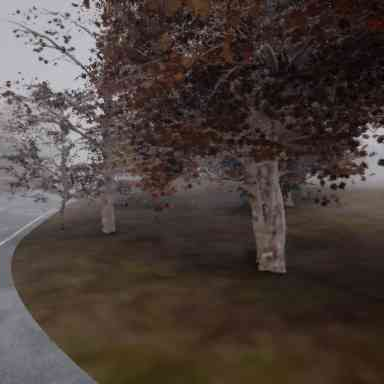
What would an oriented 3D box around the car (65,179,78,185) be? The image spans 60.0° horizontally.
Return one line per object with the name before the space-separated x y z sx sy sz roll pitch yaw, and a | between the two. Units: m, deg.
car | -19.126 -1.572 52.210 2.033 1.411 5.357 0 4 -6
